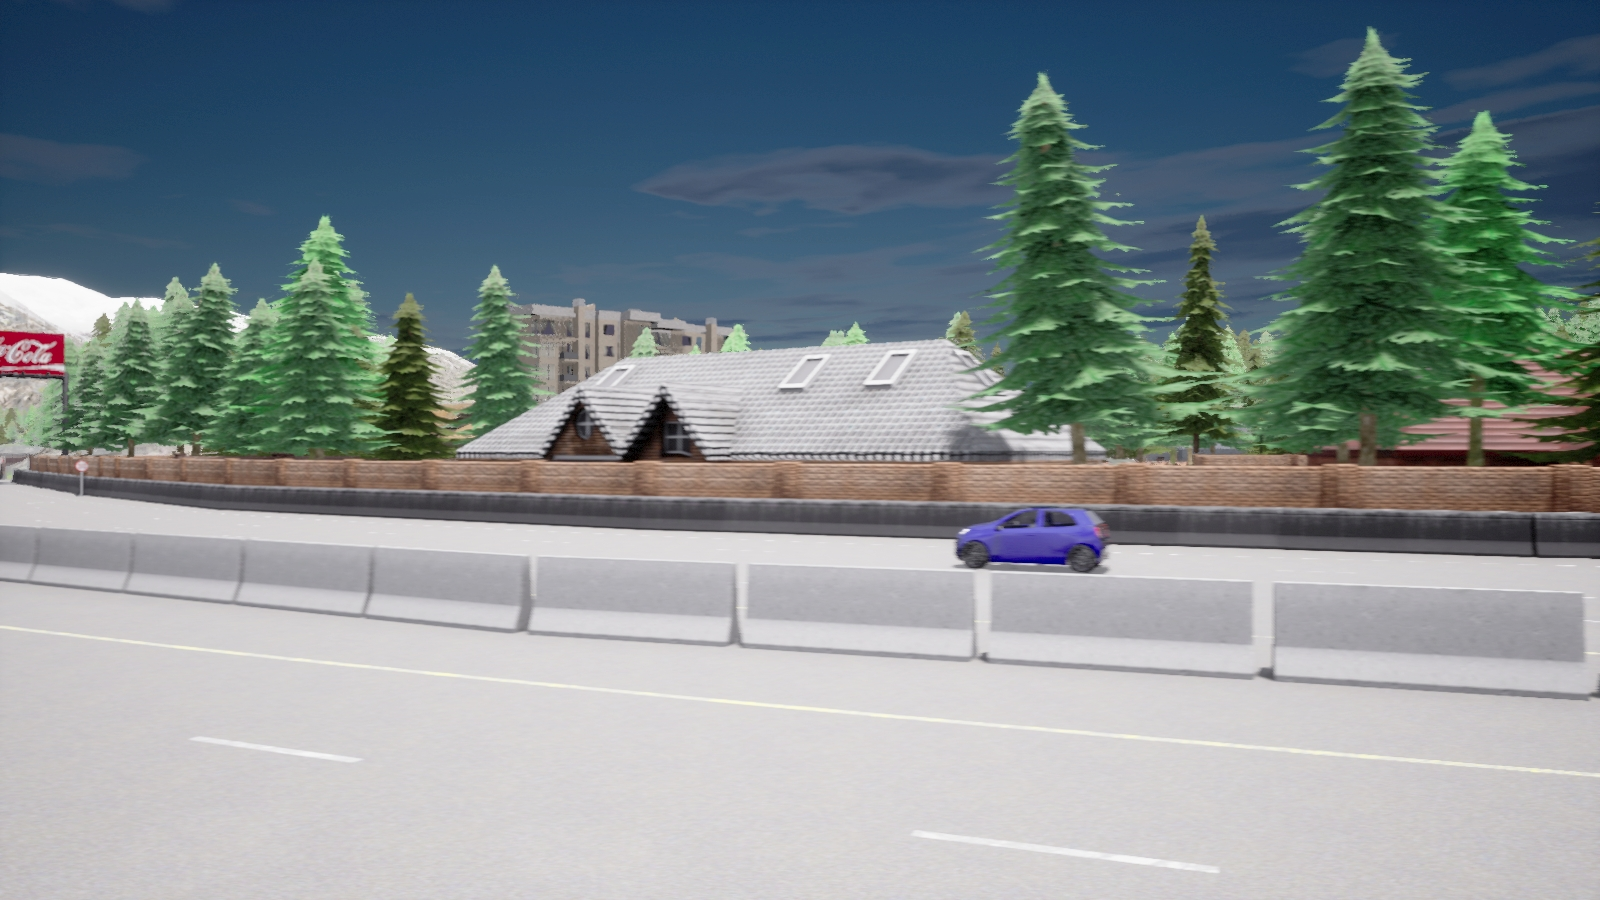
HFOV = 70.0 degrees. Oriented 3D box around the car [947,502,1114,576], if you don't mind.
[{"bbox_3d":[5.511,2.075,27.267,3.633,1.501,1.845,0,0,23],"label":"car"}]
